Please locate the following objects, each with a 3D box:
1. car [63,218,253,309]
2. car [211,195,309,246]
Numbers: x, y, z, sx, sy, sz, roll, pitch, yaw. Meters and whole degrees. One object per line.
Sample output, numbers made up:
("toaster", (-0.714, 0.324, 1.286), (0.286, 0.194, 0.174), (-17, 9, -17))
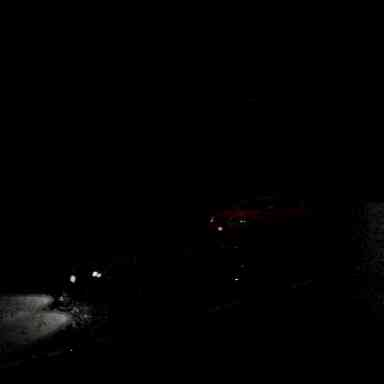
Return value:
("car", (-0.799, 1.553, 7.891), (4.181, 1.385, 1.994), (0, 0, -37))
("car", (3.267, 1.154, 15.486), (5.566, 2.045, 2.150), (0, 0, -40))
